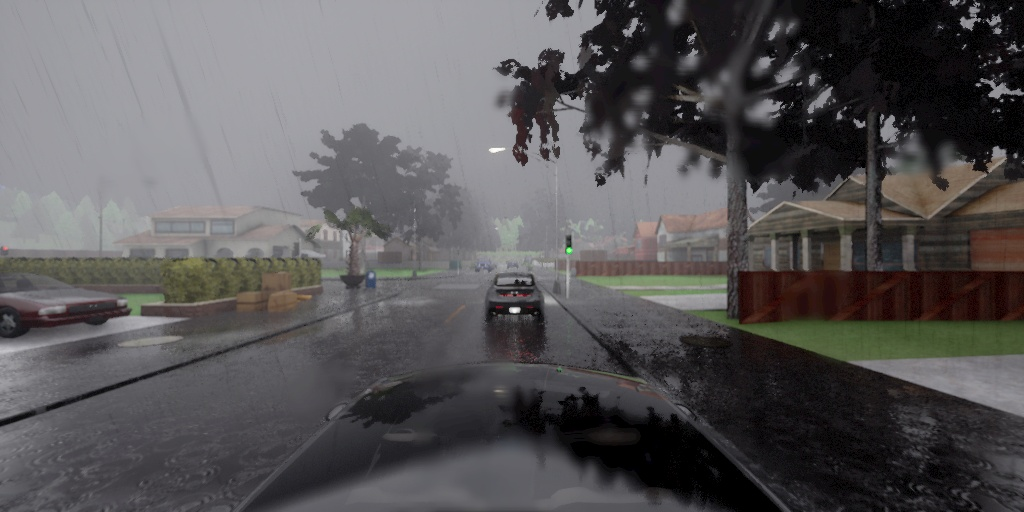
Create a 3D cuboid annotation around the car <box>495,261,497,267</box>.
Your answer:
[{"bbox_3d":[-4.002,1.598,62.008,2.128,1.511,4.902,0,0,0],"label":"car"}]

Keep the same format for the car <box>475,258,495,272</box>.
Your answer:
[{"bbox_3d":[-4.040,1.269,51.960,2.150,2.045,5.566,0,0,0],"label":"car"}]

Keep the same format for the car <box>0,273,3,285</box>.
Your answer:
[{"bbox_3d":[-43.840,1.412,30.567,4.902,1.511,2.128,0,0,0],"label":"car"}]

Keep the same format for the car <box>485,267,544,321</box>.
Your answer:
[{"bbox_3d":[0.090,1.321,12.795,1.837,1.490,4.892,0,0,0],"label":"car"}]

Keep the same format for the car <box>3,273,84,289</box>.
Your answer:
[{"bbox_3d":[-33.609,1.248,26.462,4.553,1.767,2.097,0,0,0],"label":"car"}]
